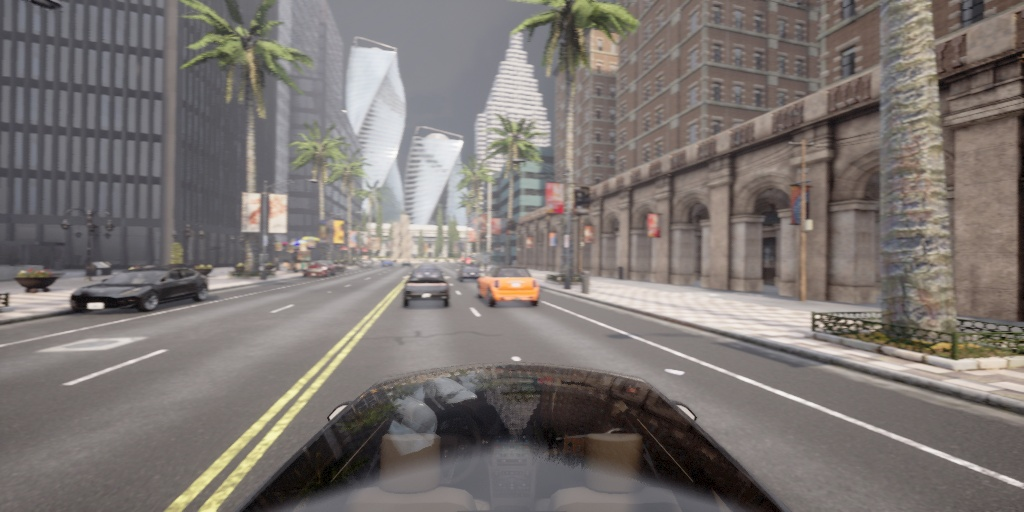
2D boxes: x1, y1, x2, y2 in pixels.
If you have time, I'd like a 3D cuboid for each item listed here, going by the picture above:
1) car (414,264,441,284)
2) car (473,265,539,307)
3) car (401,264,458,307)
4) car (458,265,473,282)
[{"bbox_3d":[-7.120,1.420,30.214,2.033,1.411,5.357,1,0,-13],"label":"car"},{"bbox_3d":[-0.322,1.207,16.507,2.097,1.767,4.553,1,-1,-13],"label":"car"},{"bbox_3d":[-3.776,1.301,15.905,2.128,1.511,4.902,1,0,-13],"label":"car"},{"bbox_3d":[-3.712,1.470,31.008,2.033,1.411,5.357,1,0,-13],"label":"car"}]
